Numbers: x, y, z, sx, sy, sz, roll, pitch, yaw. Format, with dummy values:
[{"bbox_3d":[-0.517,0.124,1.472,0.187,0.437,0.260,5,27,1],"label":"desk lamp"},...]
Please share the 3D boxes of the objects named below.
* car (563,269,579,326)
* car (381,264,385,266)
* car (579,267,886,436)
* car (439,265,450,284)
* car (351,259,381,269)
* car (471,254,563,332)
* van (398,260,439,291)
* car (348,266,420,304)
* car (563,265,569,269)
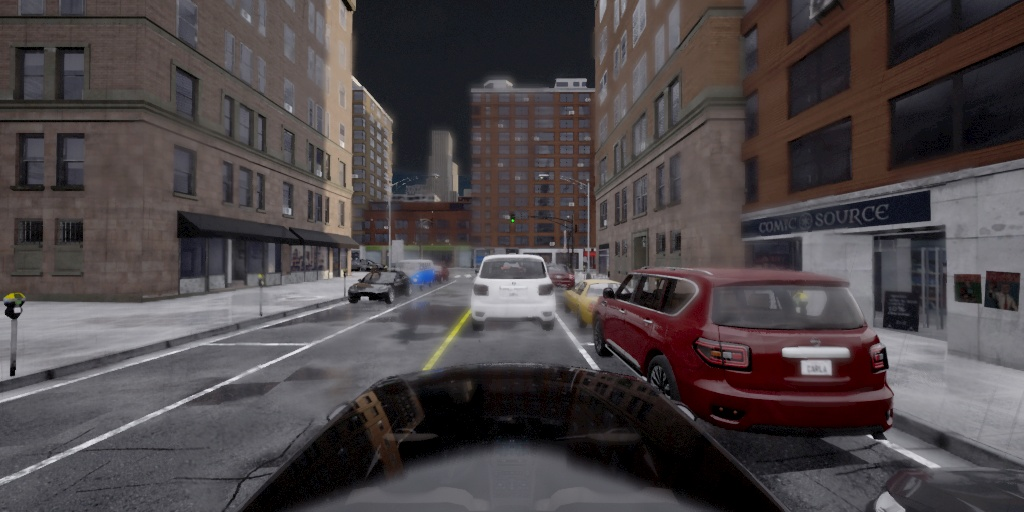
[{"bbox_3d":[2.652,1.283,11.188,1.751,1.417,4.829,0,0,0],"label":"car"},{"bbox_3d":[-17.871,1.161,43.586,4.892,1.490,1.837,0,-1,0],"label":"car"},{"bbox_3d":[2.662,1.067,5.535,2.192,1.841,5.009,0,0,0],"label":"car"},{"bbox_3d":[-5.905,1.324,27.451,1.888,1.381,4.507,0,0,0],"label":"car"},{"bbox_3d":[-18.065,1.166,40.336,5.357,1.411,2.033,0,-1,0],"label":"car"},{"bbox_3d":[0.013,0.979,11.061,2.150,2.045,5.566,0,0,-1],"label":"car"},{"bbox_3d":[-5.894,1.112,21.969,1.690,1.789,3.998,0,0,0],"label":"van"},{"bbox_3d":[-5.884,1.330,16.486,1.948,1.339,4.313,0,0,0],"label":"car"},{"bbox_3d":[2.631,1.212,21.983,1.967,1.591,4.097,0,0,0],"label":"car"}]
